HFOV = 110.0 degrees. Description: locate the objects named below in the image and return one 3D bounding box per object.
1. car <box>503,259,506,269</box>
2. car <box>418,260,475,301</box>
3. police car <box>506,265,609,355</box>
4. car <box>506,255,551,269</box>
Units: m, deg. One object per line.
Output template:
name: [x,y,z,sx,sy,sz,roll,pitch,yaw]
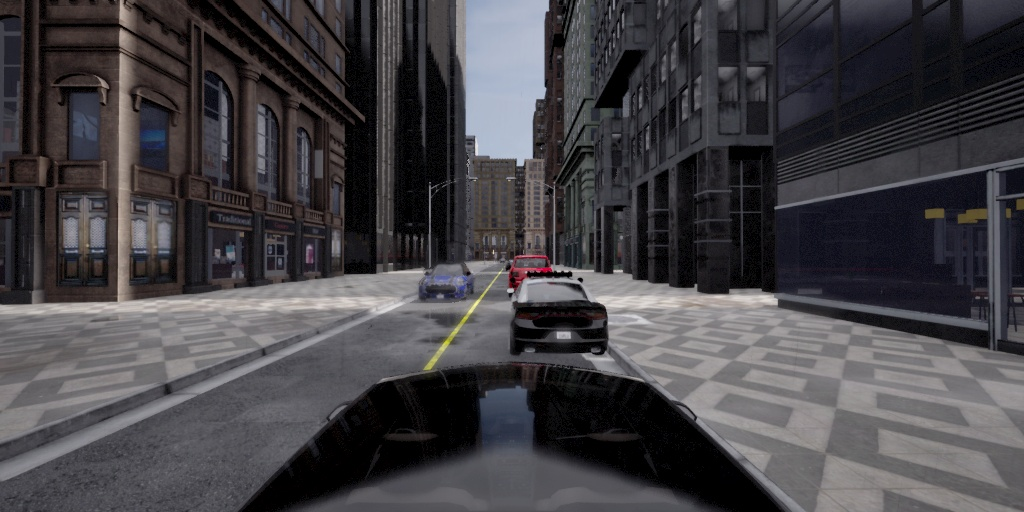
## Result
car: [0.083,1.414,48.535,1.895,1.301,4.718,0,0,1]
car: [-2.991,1.111,17.222,2.097,1.767,4.553,0,0,0]
police car: [0.904,1.179,8.832,1.930,1.638,5.238,0,0,0]
car: [0.912,0.985,18.753,2.150,2.045,5.566,0,0,0]
